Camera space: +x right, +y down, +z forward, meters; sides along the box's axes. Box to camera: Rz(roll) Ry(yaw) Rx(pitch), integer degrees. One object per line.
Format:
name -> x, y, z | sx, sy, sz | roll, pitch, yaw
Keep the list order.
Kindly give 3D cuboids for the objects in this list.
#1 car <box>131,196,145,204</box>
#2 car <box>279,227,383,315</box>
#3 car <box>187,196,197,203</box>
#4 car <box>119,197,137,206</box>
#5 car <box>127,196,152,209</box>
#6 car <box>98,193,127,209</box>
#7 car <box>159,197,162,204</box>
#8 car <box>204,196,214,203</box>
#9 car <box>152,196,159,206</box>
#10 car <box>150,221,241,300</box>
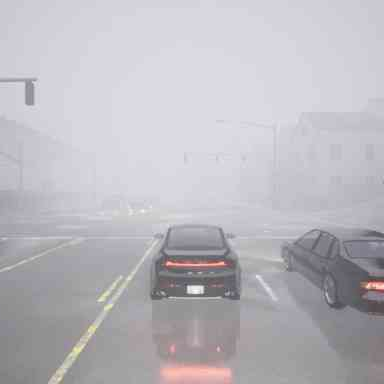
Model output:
car -> -10.527, 1.505, 65.388 | 1.837, 1.490, 4.892 | 0, 0, 0
car -> 3.576, 1.547, 7.808 | 2.033, 1.411, 5.357 | 0, 0, 0
car -> 0.007, 1.547, 69.151 | 2.033, 1.411, 5.357 | 0, 0, 0
car -> -10.582, 1.547, 55.196 | 2.033, 1.411, 5.357 | 0, 0, 0
car -> -7.094, 1.477, 45.164 | 1.882, 1.535, 5.008 | 0, 0, 0
car -> -10.596, 1.221, 44.950 | 2.150, 2.045, 5.566 | 0, 0, 0
car -> -7.032, 1.547, 65.030 | 2.033, 1.411, 5.357 | 0, 0, 1
car -> 3.505, 1.545, 69.150 | 2.033, 1.411, 5.357 | 0, 0, 0
car -> -7.085, 1.505, 54.619 | 1.837, 1.490, 4.892 | 0, 0, 0
car -> 0.076, 1.505, 8.384 | 1.837, 1.490, 4.892 | 0, 0, 0
